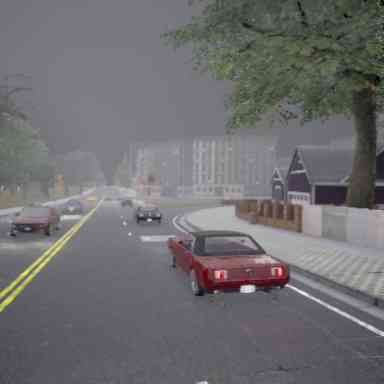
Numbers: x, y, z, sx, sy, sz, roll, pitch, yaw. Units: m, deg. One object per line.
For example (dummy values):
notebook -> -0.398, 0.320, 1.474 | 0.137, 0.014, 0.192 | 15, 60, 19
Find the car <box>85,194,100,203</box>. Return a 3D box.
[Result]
car -> -21.615, 1.653, 72.240 | 1.882, 1.535, 5.008 | 1, 0, -14

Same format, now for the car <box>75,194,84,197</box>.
car -> -24.673, 1.668, 71.062 | 1.812, 1.442, 4.674 | 1, 0, -14

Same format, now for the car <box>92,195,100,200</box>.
car -> -25.970, 1.442, 90.033 | 1.994, 1.385, 4.181 | 1, 0, -14

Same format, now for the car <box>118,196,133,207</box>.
car -> -11.278, 1.783, 57.353 | 1.837, 1.490, 4.892 | 1, 0, -14

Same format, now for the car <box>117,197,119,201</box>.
car -> -18.118, 1.696, 85.289 | 1.812, 1.442, 4.674 | 1, 0, -14

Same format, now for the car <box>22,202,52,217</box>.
car -> -15.634, 1.703, 33.735 | 1.895, 1.301, 4.718 | 1, 0, -14

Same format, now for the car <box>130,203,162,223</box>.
car -> -3.653, 1.767, 26.665 | 1.895, 1.301, 4.718 | 1, -1, -14

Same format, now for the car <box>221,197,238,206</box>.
car -> 7.192, 1.673, 60.748 | 1.882, 1.535, 5.008 | 2, 1, 37

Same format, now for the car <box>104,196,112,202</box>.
car -> -21.192, 1.681, 84.178 | 2.033, 1.411, 5.357 | 1, 0, -14

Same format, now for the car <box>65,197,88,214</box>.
car -> -13.017, 1.638, 36.714 | 2.128, 1.511, 4.902 | 1, 0, -14

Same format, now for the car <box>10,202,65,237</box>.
car -> -8.576, 1.538, 18.585 | 1.882, 1.535, 5.008 | 1, 0, -14

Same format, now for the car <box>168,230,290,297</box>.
car -> 0.600, 1.672, 8.857 | 1.895, 1.301, 4.718 | 1, 0, -14
